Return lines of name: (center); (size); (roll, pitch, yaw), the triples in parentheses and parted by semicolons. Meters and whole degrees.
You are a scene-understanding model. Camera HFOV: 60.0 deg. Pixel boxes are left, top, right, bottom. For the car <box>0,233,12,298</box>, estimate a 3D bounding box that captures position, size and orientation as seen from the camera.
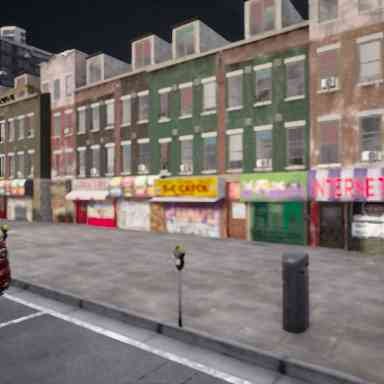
car: (-5.709, 1.301, 6.877); (5.009, 1.841, 2.192); (0, 0, 35)
